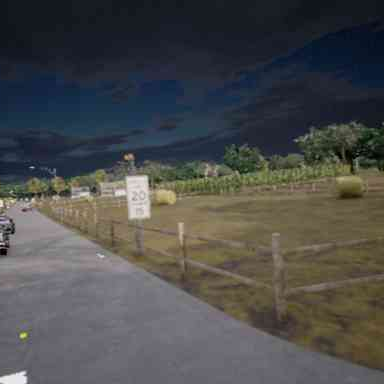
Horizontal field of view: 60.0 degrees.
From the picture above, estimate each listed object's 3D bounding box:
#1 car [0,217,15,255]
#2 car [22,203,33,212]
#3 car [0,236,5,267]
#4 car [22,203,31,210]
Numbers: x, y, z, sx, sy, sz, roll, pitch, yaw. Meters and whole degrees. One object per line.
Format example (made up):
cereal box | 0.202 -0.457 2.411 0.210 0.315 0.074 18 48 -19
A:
car | -9.933 2.240 16.141 2.033 1.411 5.357 -4 0 -28
car | -36.926 3.641 74.682 1.812 1.442 4.674 -4 1 -27
car | -5.219 1.965 6.926 1.895 1.301 4.718 -4 0 -26
car | -41.564 3.634 83.639 1.882 1.535 5.008 -4 0 -27
